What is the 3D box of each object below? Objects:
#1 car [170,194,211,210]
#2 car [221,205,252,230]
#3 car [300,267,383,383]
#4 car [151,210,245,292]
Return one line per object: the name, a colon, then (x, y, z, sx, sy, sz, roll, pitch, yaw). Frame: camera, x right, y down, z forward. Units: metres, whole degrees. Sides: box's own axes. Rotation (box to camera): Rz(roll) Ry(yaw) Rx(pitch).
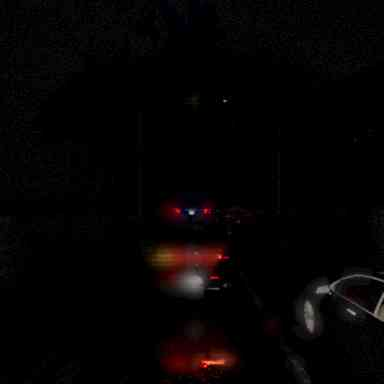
car: (-0.061, 1.111, 19.217, 2.150, 2.045, 5.566, 0, 0, -1)
car: (2.470, 1.432, 19.983, 1.887, 1.381, 4.507, -1, 0, 0)
car: (2.603, 1.529, 3.764, 2.008, 1.369, 4.403, -1, 0, 0)
car: (0.037, 1.452, 8.760, 1.837, 1.490, 4.892, 0, 0, 0)
